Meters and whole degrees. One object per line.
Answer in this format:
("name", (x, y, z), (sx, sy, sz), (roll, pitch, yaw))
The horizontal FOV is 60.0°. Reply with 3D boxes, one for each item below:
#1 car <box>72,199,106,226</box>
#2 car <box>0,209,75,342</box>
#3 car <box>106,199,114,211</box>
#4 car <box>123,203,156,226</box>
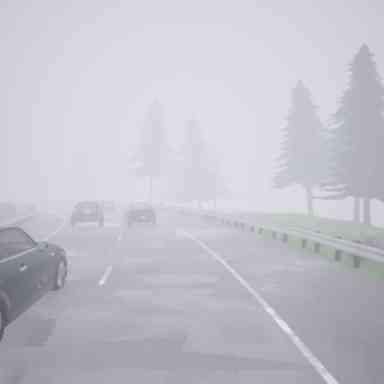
("car", (-7.589, 1.389, 24.203), (2.097, 1.767, 4.553), (0, 0, -17))
("car", (-3.915, 1.371, 6.144), (2.097, 1.767, 4.553), (0, 0, -5))
("car", (-10.913, 1.557, 40.546), (2.163, 1.488, 4.792), (0, 0, -29))
("car", (-3.832, 1.497, 23.944), (1.882, 1.535, 5.008), (0, 0, -16))
